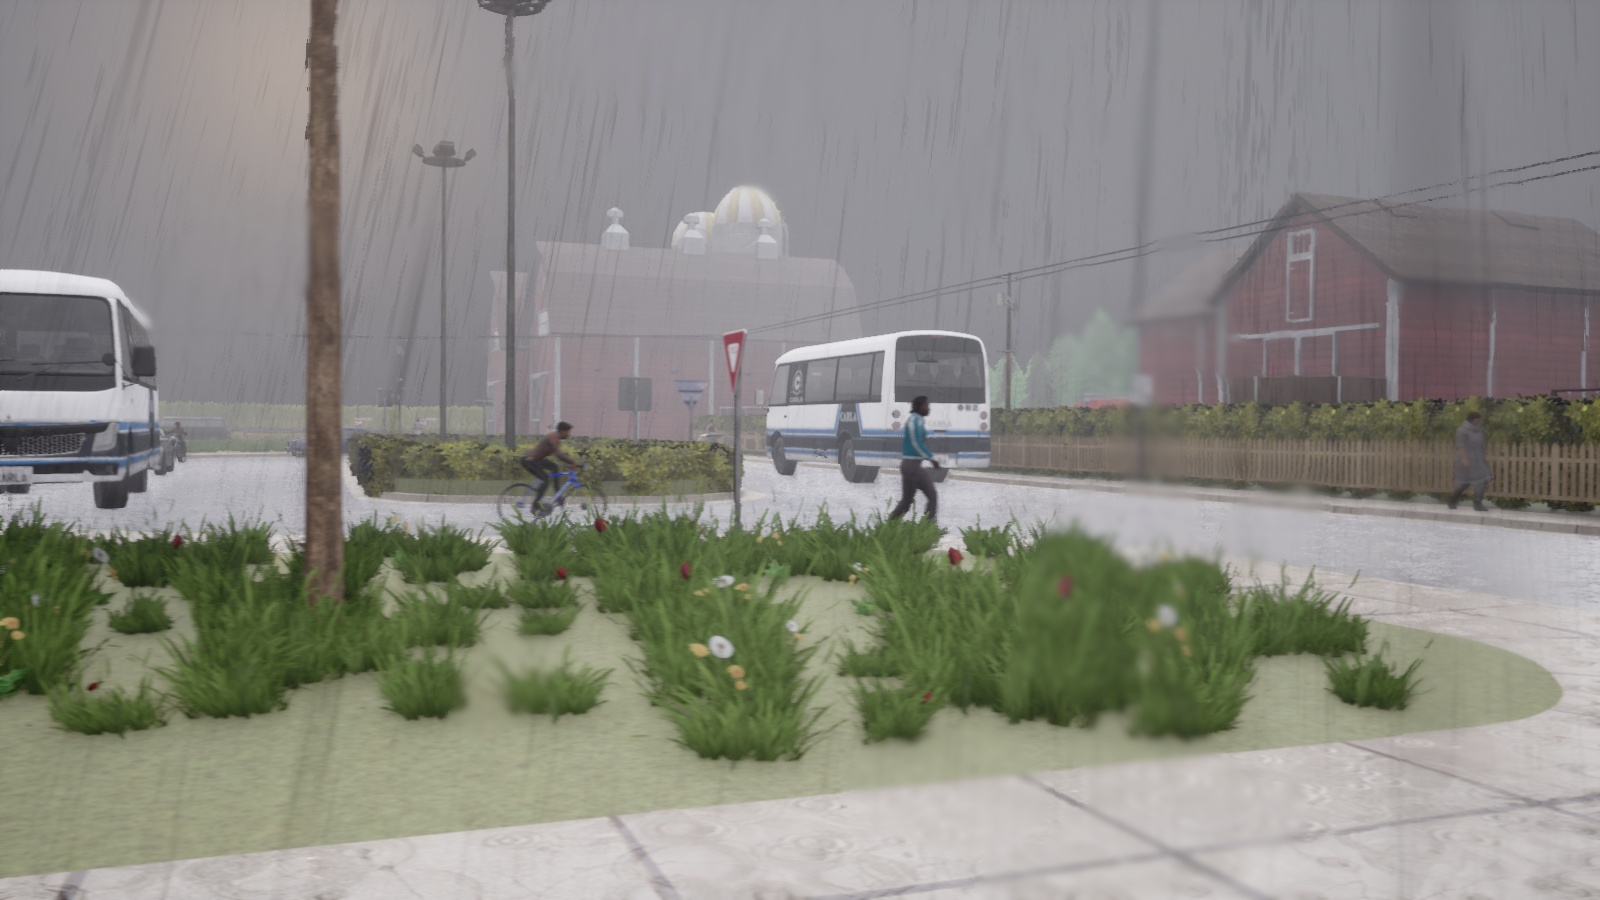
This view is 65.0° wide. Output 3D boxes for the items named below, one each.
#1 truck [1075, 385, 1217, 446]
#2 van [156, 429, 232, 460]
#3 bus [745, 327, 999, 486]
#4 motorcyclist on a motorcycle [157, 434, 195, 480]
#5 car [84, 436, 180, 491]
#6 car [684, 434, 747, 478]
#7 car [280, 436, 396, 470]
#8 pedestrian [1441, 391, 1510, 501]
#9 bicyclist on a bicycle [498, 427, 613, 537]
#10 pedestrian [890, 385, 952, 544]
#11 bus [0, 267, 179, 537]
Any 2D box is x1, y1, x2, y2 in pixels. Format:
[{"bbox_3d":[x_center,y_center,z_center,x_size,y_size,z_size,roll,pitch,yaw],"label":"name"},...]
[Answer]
[{"bbox_3d":[22.726,-2.257,82.739,8.468,3.827,2.891,-1,1,-4],"label":"truck"},{"bbox_3d":[-40.785,-0.377,84.626,4.442,1.987,1.775,-1,1,-21],"label":"van"},{"bbox_3d":[1.823,-1.260,39.045,3.944,4.253,10.273,-1,1,-21],"label":"bus"},{"bbox_3d":[-23.601,0.237,47.545,0.766,1.649,2.350,-1,1,-14],"label":"motorcyclist on a motorcycle"},{"bbox_3d":[-19.891,0.356,37.589,2.007,1.525,4.514,-1,1,-21],"label":"car"},{"bbox_3d":[-2.799,0.189,41.373,1.481,1.376,2.207,-1,1,-21],"label":"car"},{"bbox_3d":[-21.295,0.108,57.984,4.674,1.442,1.812,-2,1,-42],"label":"car"},{"bbox_3d":[12.246,-0.082,22.778,0.659,1.952,0.873,-1,1,-18],"label":"pedestrian"},{"bbox_3d":[-3.687,0.474,19.036,1.656,1.620,0.582,-1,0,-8],"label":"bicyclist on a bicycle"},{"bbox_3d":[1.500,0.173,15.480,0.692,1.930,0.396,0,1,13],"label":"pedestrian"},{"bbox_3d":[-14.658,-0.813,24.554,3.944,4.253,10.273,-2,1,-24],"label":"bus"}]
